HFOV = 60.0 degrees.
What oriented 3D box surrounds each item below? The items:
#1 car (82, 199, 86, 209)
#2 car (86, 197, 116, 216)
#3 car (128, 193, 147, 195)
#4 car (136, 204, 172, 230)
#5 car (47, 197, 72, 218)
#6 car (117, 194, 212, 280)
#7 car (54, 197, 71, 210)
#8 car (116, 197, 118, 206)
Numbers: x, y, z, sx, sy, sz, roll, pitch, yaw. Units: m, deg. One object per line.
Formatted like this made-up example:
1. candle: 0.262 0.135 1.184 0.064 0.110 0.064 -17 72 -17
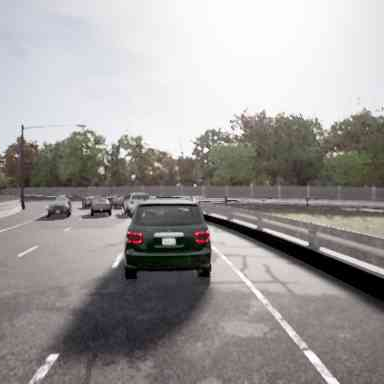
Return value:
1. car: -13.460 1.470 44.081 1.895 1.301 4.718 0 0 -23
2. car: -8.783 1.396 31.935 2.128 1.511 4.902 0 0 -17
3. car: -5.467 1.117 33.046 2.150 2.045 5.566 0 0 -17
4. car: -2.596 1.532 21.701 1.895 1.301 4.718 0 0 -11
5. car: -11.726 1.439 29.629 1.812 1.442 4.674 0 0 -17
6. car: -0.765 1.189 10.071 2.150 2.045 5.566 0 0 -5
7. car: -16.813 1.381 42.996 1.837 1.490 4.892 0 0 -24
8. car: -9.790 1.357 44.371 2.128 1.511 4.902 0 0 -23
